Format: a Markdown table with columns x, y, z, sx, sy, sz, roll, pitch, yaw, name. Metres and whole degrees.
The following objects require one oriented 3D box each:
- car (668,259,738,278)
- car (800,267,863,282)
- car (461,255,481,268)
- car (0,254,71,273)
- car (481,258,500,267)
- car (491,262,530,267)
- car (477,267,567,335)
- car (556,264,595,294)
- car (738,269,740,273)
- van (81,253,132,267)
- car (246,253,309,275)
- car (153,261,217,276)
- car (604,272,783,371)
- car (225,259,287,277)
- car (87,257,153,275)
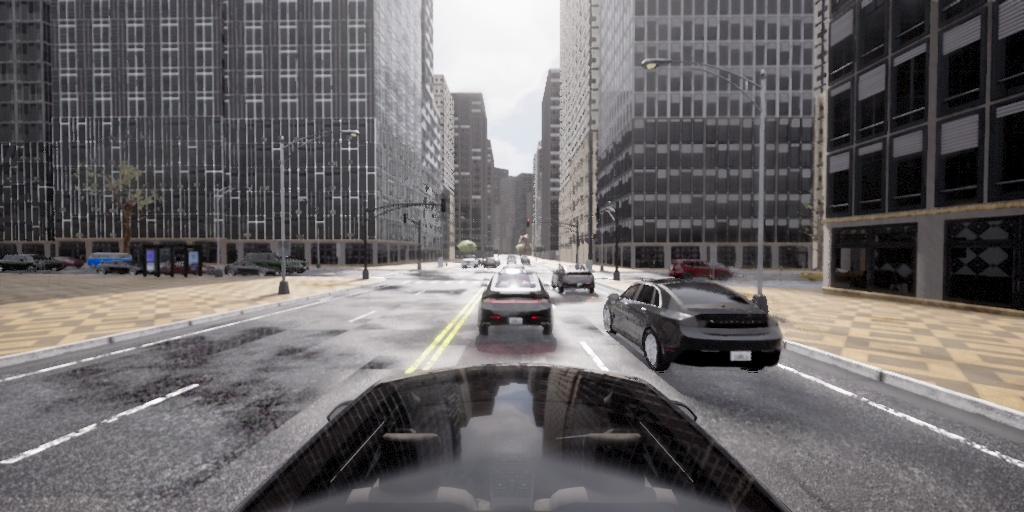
| x | y | z | sx | sy | sz | roll | pitch | yaw | name |
| --- | --- | --- | --- | --- | --- | --- | --- | --- | --- |
| 16.159 | 1.228 | 30.998 | 5.009 | 1.841 | 2.192 | 0 | 0 | 1 | car |
| 27.608 | 1.538 | 30.814 | 4.829 | 1.417 | 1.751 | 0 | 0 | 1 | car |
| -6.641 | 0.854 | 56.903 | 2.150 | 2.045 | 5.566 | 0 | 0 | 0 | car |
| -46.424 | 0.653 | 34.669 | 4.553 | 1.767 | 2.097 | 1 | 1 | 1 | car |
| -3.393 | 1.112 | 56.449 | 1.882 | 1.535 | 5.008 | 0 | 0 | 0 | car |
| 0.079 | 1.262 | 20.128 | 2.033 | 1.411 | 5.357 | 0 | 0 | 0 | car |
| 0.090 | 1.226 | 10.393 | 2.128 | 1.511 | 4.902 | 0 | 0 | 0 | car |
| 3.329 | 1.206 | 20.136 | 2.128 | 1.511 | 4.902 | 0 | 0 | 0 | car |
| 20.427 | 1.450 | 36.708 | 4.718 | 1.301 | 1.895 | 1 | 1 | 1 | car |
| -45.333 | 0.552 | 40.419 | 3.998 | 1.789 | 1.690 | 0 | 0 | 1 | van |
| -22.487 | 0.742 | 34.174 | 5.566 | 2.045 | 2.150 | 1 | 1 | 1 | car |
| -28.450 | 1.097 | 31.606 | 4.207 | 1.307 | 1.802 | 0 | 0 | 1 | car |
| 3.341 | 1.241 | 7.650 | 1.837 | 1.490 | 4.892 | 0 | -1 | 0 | car |
| -22.766 | 1.133 | 31.479 | 4.313 | 1.339 | 1.948 | 0 | 0 | 1 | car |
| -34.131 | 1.028 | 31.772 | 4.313 | 1.339 | 1.948 | 0 | 0 | 1 | car |
